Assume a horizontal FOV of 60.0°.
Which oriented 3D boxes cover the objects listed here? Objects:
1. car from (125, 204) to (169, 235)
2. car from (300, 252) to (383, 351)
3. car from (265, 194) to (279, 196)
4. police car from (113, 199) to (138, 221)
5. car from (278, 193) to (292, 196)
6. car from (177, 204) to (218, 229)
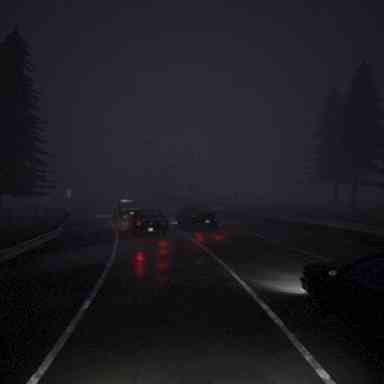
[{"bbox_3d":[-2.586,1.615,18.957,1.895,1.301,4.718,0,0,-14],"label":"car"},{"bbox_3d":[3.307,1.537,4.505,2.033,1.411,5.357,0,0,-4],"label":"car"},{"bbox_3d":[23.245,1.304,91.673,4.553,1.767,2.097,0,0,-39],"label":"car"},{"bbox_3d":[-5.540,1.451,28.241,1.930,1.638,5.238,0,0,-20],"label":"police car"},{"bbox_3d":[25.954,1.492,89.369,4.181,1.385,1.994,0,0,-39],"label":"car"},{"bbox_3d":[0.303,1.531,21.556,1.812,1.442,4.674,0,0,-15],"label":"car"}]
